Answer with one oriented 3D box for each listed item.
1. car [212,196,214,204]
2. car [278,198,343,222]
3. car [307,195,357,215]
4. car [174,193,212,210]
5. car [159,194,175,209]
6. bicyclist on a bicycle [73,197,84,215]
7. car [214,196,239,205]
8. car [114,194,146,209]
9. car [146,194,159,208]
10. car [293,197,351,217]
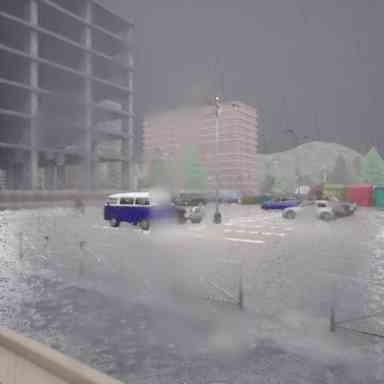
[{"bbox_3d":[3.747,1.428,61.401,1.882,1.535,5.008,0,0,35],"label":"car"},{"bbox_3d":[8.743,1.397,24.697,3.806,1.475,1.970,0,0,36],"label":"car"},{"bbox_3d":[11.959,1.155,29.256,4.605,1.855,1.932,0,0,36],"label":"car"},{"bbox_3d":[0.247,1.173,50.340,2.150,2.045,5.566,0,0,36],"label":"car"},{"bbox_3d":[-2.428,1.442,52.608,2.128,1.511,4.902,0,0,36],"label":"car"},{"bbox_3d":[-9.997,1.251,29.225,1.656,1.620,0.582,0,0,35],"label":"bicyclist on a bicycle"},{"bbox_3d":[6.603,1.441,59.378,2.128,1.511,4.902,0,0,35],"label":"car"},{"bbox_3d":[-10.063,1.514,54.143,1.994,1.385,4.181,0,0,36],"label":"car"},{"bbox_3d":[-4.708,1.498,55.601,2.033,1.411,5.357,0,0,36],"label":"car"},{"bbox_3d":[10.434,1.366,27.048,3.905,1.438,1.784,0,0,36],"label":"car"}]
